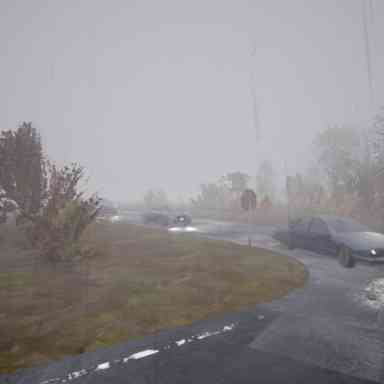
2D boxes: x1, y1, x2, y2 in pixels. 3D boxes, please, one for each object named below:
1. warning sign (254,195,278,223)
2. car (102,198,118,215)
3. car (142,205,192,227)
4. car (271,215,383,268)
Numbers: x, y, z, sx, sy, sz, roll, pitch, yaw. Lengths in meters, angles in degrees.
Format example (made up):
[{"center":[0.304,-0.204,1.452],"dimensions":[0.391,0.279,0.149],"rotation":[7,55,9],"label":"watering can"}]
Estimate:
[{"center":[5.161,1.142,23.170],"dimensions":[1.300,1.860,1.060],"rotation":[0,0,-36],"label":"warning sign"},{"center":[-9.160,1.375,33.303],"dimensions":[2.097,1.767,4.553],"rotation":[0,0,-36],"label":"car"},{"center":[-1.820,1.575,23.034],"dimensions":[1.994,1.385,4.181],"rotation":[0,0,-36],"label":"car"},{"center":[4.863,1.546,11.704],"dimensions":[2.033,1.411,5.357],"rotation":[0,0,-18],"label":"car"}]
